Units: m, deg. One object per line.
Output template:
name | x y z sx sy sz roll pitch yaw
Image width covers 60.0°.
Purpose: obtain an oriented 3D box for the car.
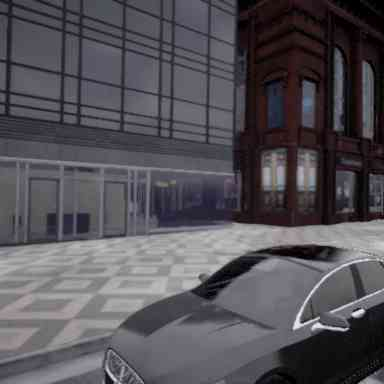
car | 1.327 1.521 4.328 4.892 1.490 1.837 1 0 -36
